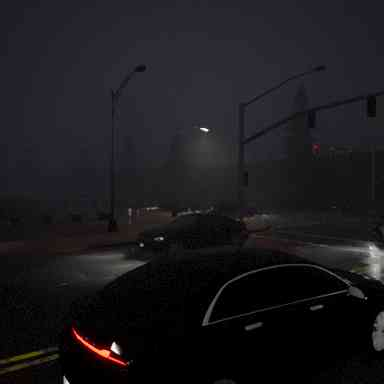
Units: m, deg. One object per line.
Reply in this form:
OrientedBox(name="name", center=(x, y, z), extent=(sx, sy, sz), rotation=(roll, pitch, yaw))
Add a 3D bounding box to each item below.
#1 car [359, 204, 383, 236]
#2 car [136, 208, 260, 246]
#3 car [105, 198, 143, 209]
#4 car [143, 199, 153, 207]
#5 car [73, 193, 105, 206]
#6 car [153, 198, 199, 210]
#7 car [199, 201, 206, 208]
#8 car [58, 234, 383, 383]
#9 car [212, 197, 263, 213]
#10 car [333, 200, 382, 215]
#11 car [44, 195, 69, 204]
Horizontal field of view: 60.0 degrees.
OrientedBox(name="car", center=(10.331, 1.491, 15.674), extent=(4.902, 1.511, 2.128), rotation=(0, 0, -36))
OrientedBox(name="car", center=(0.181, 1.526, 12.707), extent=(4.674, 1.442, 1.812), rotation=(0, 0, -36))
OrientedBox(name="car", center=(-9.429, 1.526, 45.785), extent=(4.674, 1.442, 1.812), rotation=(0, 0, 36))
OrientedBox(name="car", center=(-7.659, 1.564, 48.762), extent=(4.181, 1.385, 1.994), rotation=(0, 0, 35))
OrientedBox(name="car", center=(-16.664, 1.221, 54.051), extent=(5.566, 2.045, 2.150), rotation=(0, 0, 20))
OrientedBox(name="car", center=(-1.964, 1.547, 38.708), extent=(2.033, 1.411, 5.357), rotation=(0, 0, -39))
OrientedBox(name="car", center=(-0.311, 1.505, 41.936), extent=(1.837, 1.490, 4.892), rotation=(0, 0, -41))
OrientedBox(name="car", center=(0.858, 1.505, 4.408), extent=(4.892, 1.490, 1.837), rotation=(0, 0, -35))
OrientedBox(name="car", center=(3.840, 1.505, 30.883), extent=(1.837, 1.490, 4.892), rotation=(0, 0, -36))
OrientedBox(name="car", center=(16.208, 1.478, 32.041), extent=(5.008, 1.535, 1.882), rotation=(0, 2, 42))
OrientedBox(name="car", center=(-26.167, 1.352, 63.841), extent=(4.553, 1.767, 2.097), rotation=(0, 0, 9))
